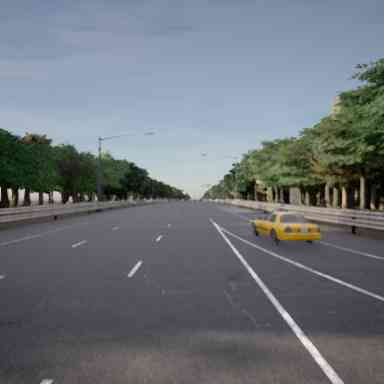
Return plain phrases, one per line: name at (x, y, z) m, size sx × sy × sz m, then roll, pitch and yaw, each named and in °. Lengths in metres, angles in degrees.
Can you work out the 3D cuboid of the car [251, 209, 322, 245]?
car at (4.469, 1.639, 16.702) m, size 1.801 × 1.575 × 5.366 m, roll 0°, pitch -1°, yaw -7°
